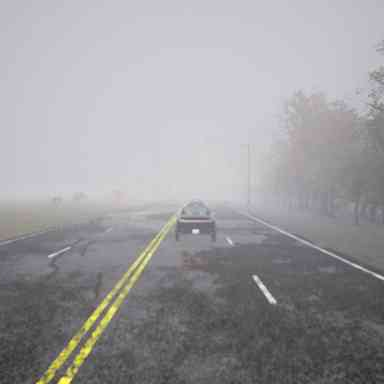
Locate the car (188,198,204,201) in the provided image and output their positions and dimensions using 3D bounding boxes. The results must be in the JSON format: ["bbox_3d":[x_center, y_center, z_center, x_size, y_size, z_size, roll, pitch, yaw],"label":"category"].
[{"bbox_3d":[0.463,1.390,37.429,1.994,1.385,4.181,0,0,1],"label":"car"}]

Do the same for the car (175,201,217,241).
[{"bbox_3d":[0.174,1.422,16.335,2.128,1.511,4.902,0,0,0],"label":"car"}]
